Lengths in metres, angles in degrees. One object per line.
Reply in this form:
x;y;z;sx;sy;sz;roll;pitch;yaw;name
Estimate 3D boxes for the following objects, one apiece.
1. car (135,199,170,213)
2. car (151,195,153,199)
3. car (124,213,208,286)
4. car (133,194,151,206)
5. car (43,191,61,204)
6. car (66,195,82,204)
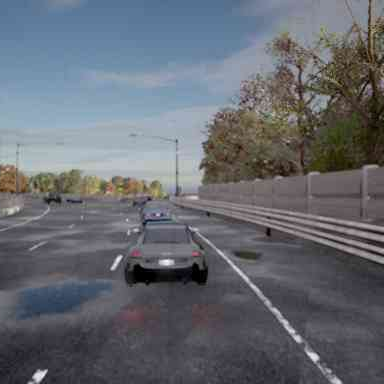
-2.545;1.416;22.396;2.033;1.411;5.357;0;0;-12;car
-8.762;1.099;65.234;1.882;1.535;5.008;0;0;-2;car
-0.720;1.509;9.323;1.994;1.385;4.181;0;0;-5;car
-7.374;1.216;47.600;2.128;1.511;4.902;0;0;-7;car
-23.447;0.908;55.671;2.150;2.045;5.566;0;0;-32;car
-20.327;1.239;57.185;1.994;1.385;4.181;0;0;-31;car
